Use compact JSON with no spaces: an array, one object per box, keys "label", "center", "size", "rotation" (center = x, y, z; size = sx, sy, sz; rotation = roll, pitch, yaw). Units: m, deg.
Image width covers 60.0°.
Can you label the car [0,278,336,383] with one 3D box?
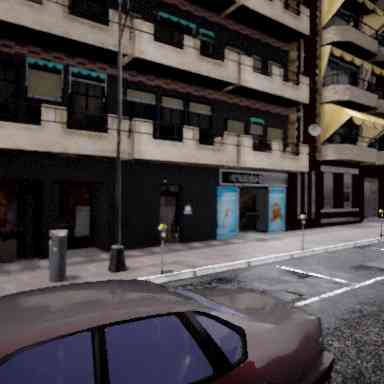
[{"label":"car","center":[-1.085,1.546,2.591],"size":[5.357,1.411,2.033],"rotation":[0,0,-35]}]
